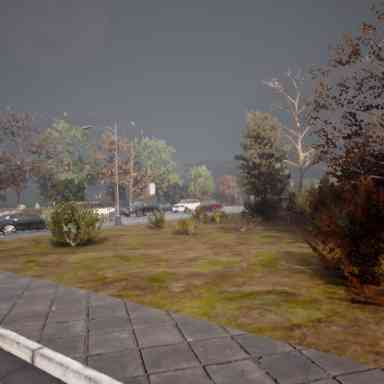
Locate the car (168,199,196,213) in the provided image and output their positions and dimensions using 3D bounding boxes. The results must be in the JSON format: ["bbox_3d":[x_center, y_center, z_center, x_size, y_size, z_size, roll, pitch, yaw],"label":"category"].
[{"bbox_3d":[-0.796,2.192,52.141,2.150,2.045,5.566,-3,-2,33],"label":"car"}]

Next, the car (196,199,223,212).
[{"bbox_3d":[3.042,2.171,51.391,2.097,1.767,4.553,-3,-2,32],"label":"car"}]

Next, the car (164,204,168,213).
[{"bbox_3d":[-4.582,2.606,52.687,2.128,1.511,4.902,-3,-2,32],"label":"car"}]

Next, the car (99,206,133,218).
[{"bbox_3d":[-10.041,2.614,44.051,1.994,1.385,4.181,-3,-2,32],"label":"car"}]

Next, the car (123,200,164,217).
[{"bbox_3d":[-6.471,2.123,43.185,2.150,2.045,5.566,-3,-2,32],"label":"car"}]

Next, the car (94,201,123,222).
[{"bbox_3d":[-9.552,1.911,31.420,2.150,2.045,5.566,-3,-2,33],"label":"car"}]

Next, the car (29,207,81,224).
[{"bbox_3d":[-14.850,2.505,36.452,2.128,1.511,4.902,-3,-2,32],"label":"car"}]

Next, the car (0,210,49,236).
[{"bbox_3d":[-11.320,2.025,22.384,1.837,1.490,4.892,-3,-2,34],"label":"car"}]
